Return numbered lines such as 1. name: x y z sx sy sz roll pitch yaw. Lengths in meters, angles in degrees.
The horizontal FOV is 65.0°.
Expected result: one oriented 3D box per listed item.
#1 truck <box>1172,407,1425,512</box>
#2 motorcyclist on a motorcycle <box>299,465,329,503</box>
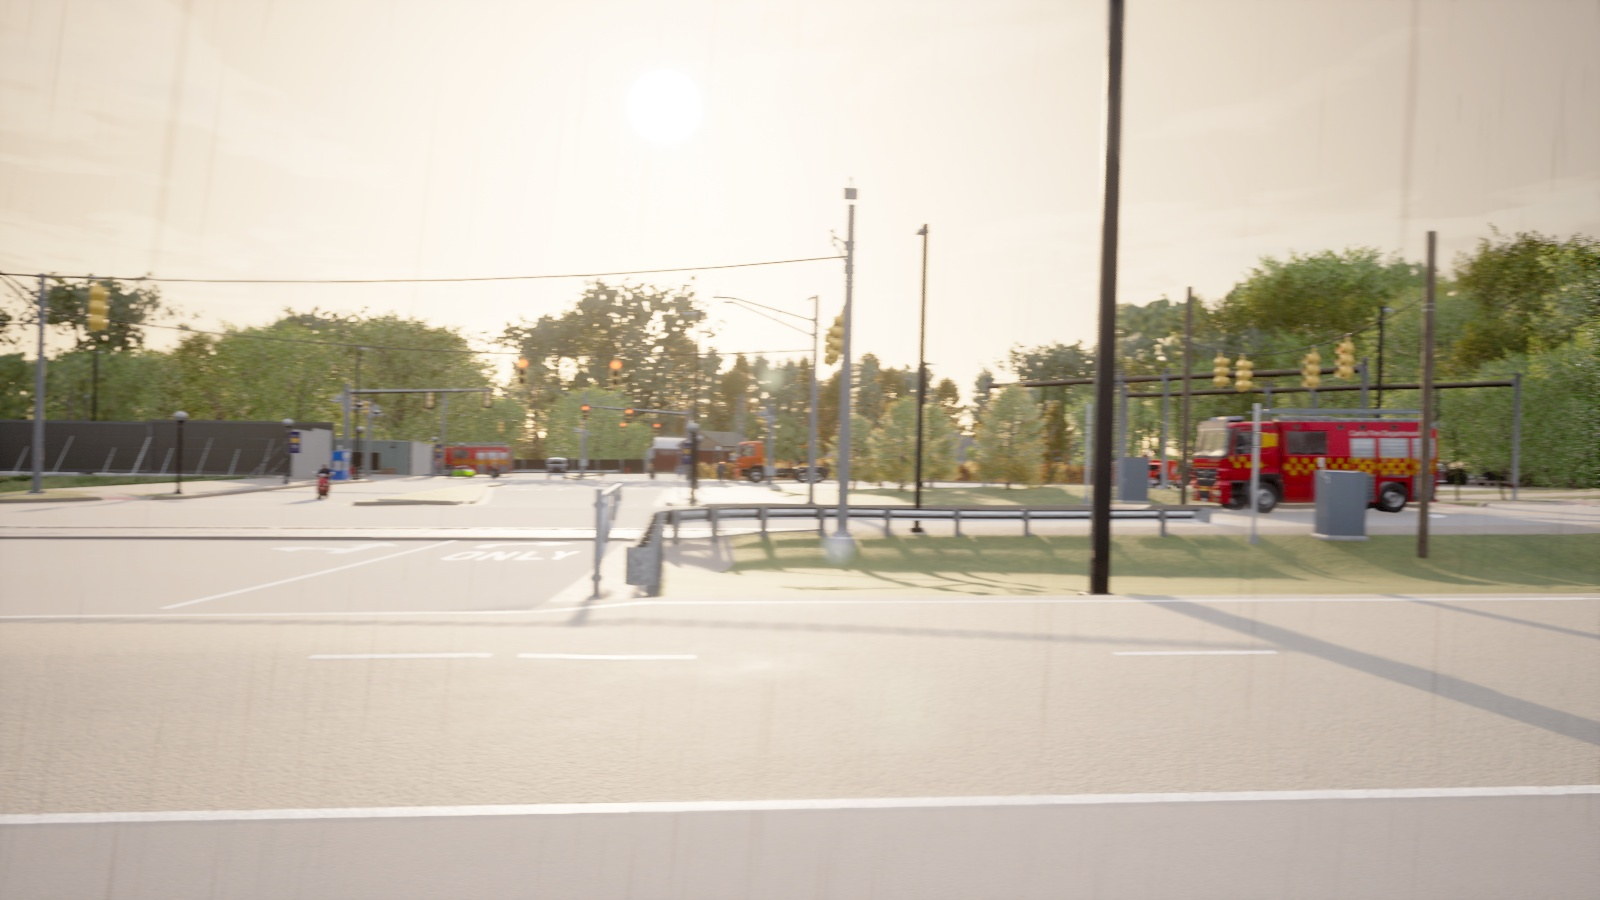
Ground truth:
1. truck: 18.689 0.327 47.342 8.468 3.827 2.891 0 0 -6
2. motorcyclist on a motorcycle: -21.088 1.465 54.490 0.866 1.590 1.817 1 0 -11
